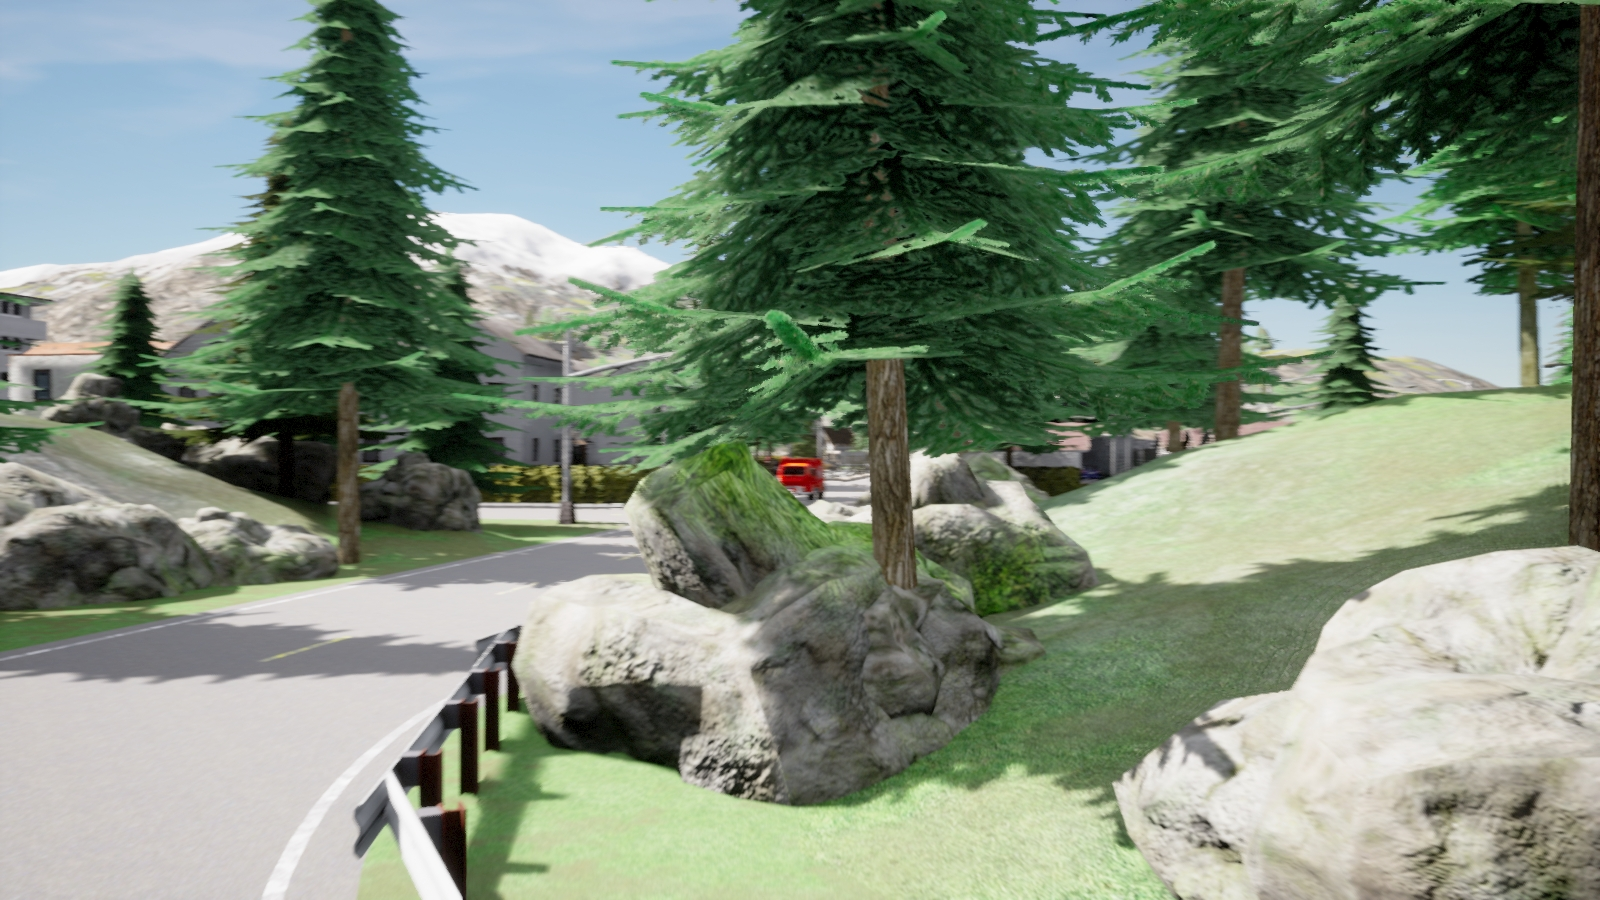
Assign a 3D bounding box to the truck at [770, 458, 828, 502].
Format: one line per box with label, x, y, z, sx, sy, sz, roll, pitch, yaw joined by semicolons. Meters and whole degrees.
truck;-0.005;1.704;67.456;2.627;2.467;5.204;0;0;9
